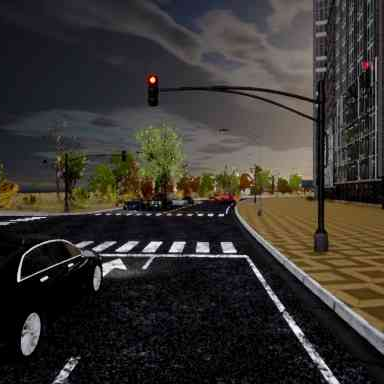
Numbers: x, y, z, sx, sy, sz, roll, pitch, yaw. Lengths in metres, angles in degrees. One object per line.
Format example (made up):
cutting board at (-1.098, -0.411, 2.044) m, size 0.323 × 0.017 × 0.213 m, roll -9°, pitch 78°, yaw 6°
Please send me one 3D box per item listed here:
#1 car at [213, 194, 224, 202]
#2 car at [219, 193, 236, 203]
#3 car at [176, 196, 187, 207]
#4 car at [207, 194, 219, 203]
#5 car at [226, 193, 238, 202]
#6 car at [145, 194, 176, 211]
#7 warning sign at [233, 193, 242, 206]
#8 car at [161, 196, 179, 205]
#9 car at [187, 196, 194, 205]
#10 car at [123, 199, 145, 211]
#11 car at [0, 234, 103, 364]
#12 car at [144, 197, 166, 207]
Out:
car at (6.454, 1.373, 80.486) m, size 2.097 × 1.767 × 4.553 m, roll 0°, pitch 0°, yaw 14°
car at (7.608, 1.239, 70.055) m, size 2.150 × 2.045 × 5.566 m, roll 0°, pitch 0°, yaw 12°
car at (-2.490, 1.603, 51.363) m, size 1.895 × 1.301 × 4.718 m, roll 0°, pitch 0°, yaw 9°
car at (4.491, 1.573, 71.177) m, size 1.994 × 1.385 × 4.181 m, roll 0°, pitch 0°, yaw 12°
car at (9.760, 1.246, 80.347) m, size 2.150 × 2.045 × 5.566 m, roll 0°, pitch 0°, yaw 14°
car at (-3.834, 1.222, 41.536) m, size 2.150 × 2.045 × 5.566 m, roll 0°, pitch 0°, yaw 7°
warning sign at (6.538, 1.122, 48.170) m, size 1.300 × 1.860 × 1.060 m, roll 0°, pitch 0°, yaw 8°
car at (-4.032, 1.496, 61.937) m, size 2.128 × 1.511 × 4.902 m, roll 0°, pitch 0°, yaw 10°
car at (-0.795, 1.532, 61.554) m, size 1.812 × 1.442 × 4.674 m, roll 0°, pitch 0°, yaw 10°
car at (-7.103, 1.563, 41.503) m, size 1.994 × 1.385 × 4.181 m, roll 0°, pitch 0°, yaw 7°
car at (-3.014, 1.504, 5.845) m, size 1.837 × 1.490 × 4.892 m, roll 0°, pitch 0°, yaw 1°
car at (-5.718, 1.492, 51.735) m, size 2.128 × 1.511 × 4.902 m, roll 0°, pitch 0°, yaw 9°
